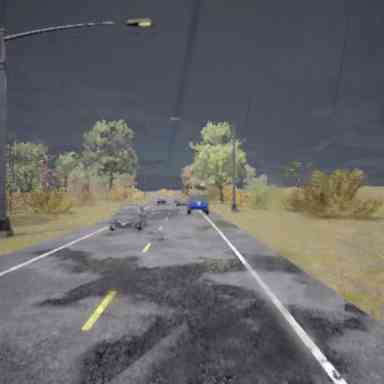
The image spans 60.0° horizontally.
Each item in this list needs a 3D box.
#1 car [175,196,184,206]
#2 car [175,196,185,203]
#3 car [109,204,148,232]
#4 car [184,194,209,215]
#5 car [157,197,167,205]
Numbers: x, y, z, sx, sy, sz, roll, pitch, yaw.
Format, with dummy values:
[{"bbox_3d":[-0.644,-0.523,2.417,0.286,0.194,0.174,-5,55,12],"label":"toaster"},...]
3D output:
[{"bbox_3d":[-1.561,1.619,54.592,1.994,1.385,4.181,0,0,-3],"label":"car"},{"bbox_3d":[-2.601,1.559,69.899,1.994,1.385,4.181,0,0,-4],"label":"car"},{"bbox_3d":[-3.824,1.544,20.682,1.837,1.490,4.892,0,0,-1],"label":"car"},{"bbox_3d":[0.581,1.265,35.108,2.150,2.045,5.566,0,0,-2],"label":"car"},{"bbox_3d":[-5.549,1.664,61.666,1.895,1.301,4.718,0,0,-3],"label":"car"}]
